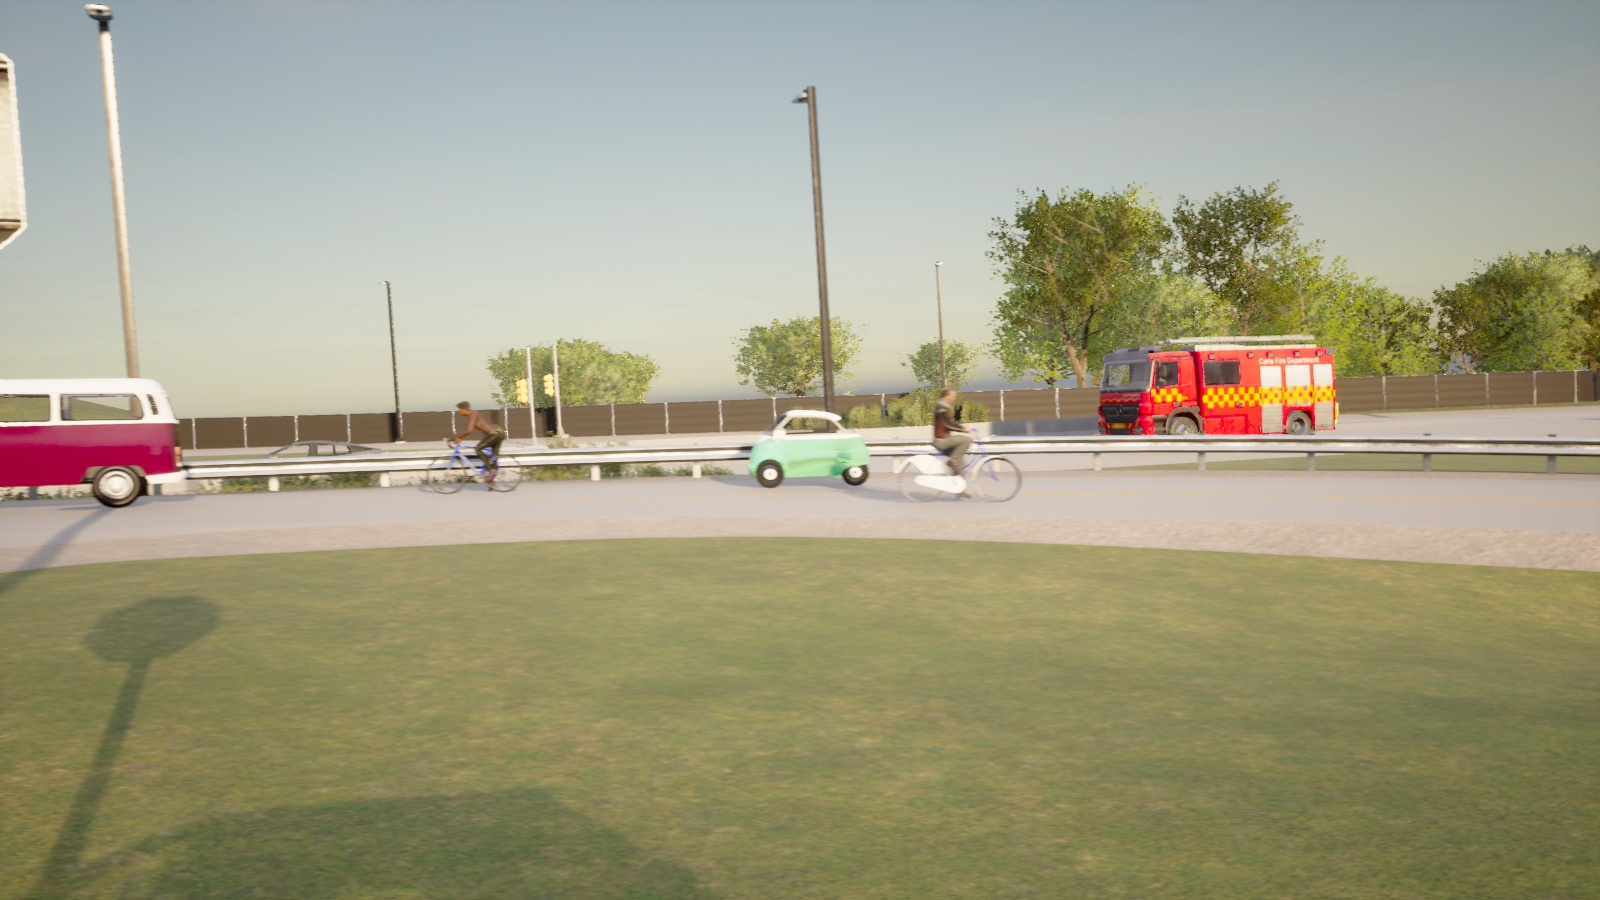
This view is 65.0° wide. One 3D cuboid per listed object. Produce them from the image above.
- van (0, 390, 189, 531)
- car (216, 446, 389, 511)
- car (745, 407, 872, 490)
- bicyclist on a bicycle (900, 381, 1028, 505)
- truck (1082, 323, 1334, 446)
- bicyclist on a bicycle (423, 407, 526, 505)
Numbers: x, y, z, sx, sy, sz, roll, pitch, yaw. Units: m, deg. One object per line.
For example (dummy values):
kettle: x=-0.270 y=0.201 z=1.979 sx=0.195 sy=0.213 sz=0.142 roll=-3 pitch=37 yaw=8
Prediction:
van: x=-12.134 y=0.164 z=19.678 sx=4.480 sy=2.038 sz=2.069 roll=-3 pitch=2 yaw=-25
car: x=-14.556 y=0.793 z=36.889 sx=4.514 sy=1.525 sz=2.007 roll=-4 pitch=2 yaw=-22
car: x=0.149 y=-0.051 z=22.957 sx=2.207 sy=1.376 sz=1.481 roll=-2 pitch=3 yaw=0
bicyclist on a bicycle: x=2.462 y=-0.113 z=19.004 sx=1.843 sy=1.776 sz=0.659 roll=-2 pitch=4 yaw=5
truck: x=14.560 y=-2.360 z=44.701 sx=8.468 sy=3.827 sz=2.891 roll=-4 pitch=2 yaw=-22
bicyclist on a bicycle: x=-5.710 y=0.088 z=22.062 sx=1.656 sy=1.620 sz=0.582 roll=-3 pitch=2 yaw=-14
